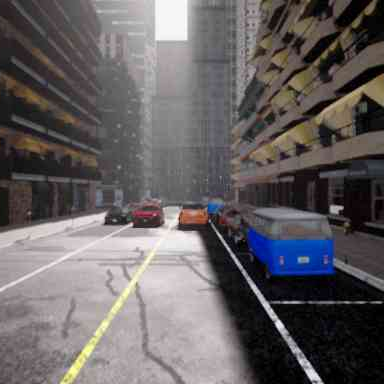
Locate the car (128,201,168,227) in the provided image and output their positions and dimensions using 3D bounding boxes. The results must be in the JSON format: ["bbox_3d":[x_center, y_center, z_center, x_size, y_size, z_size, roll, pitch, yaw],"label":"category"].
[{"bbox_3d":[-3.100,1.652,24.541,1.882,1.535,5.008,0,0,0],"label":"car"}]

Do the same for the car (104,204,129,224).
[{"bbox_3d":[-5.701,1.756,26.667,1.947,1.339,4.313,-1,0,0],"label":"car"}]

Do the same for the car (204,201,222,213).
[{"bbox_3d":[2.680,1.861,43.445,2.008,1.369,4.403,-1,0,0],"label":"car"}]

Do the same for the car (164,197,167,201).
[{"bbox_3d":[-5.701,1.958,54.676,1.947,1.339,4.313,-1,0,0],"label":"car"}]

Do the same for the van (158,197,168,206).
[{"bbox_3d":[-5.704,1.815,65.882,1.690,1.788,3.998,-1,0,0],"label":"van"}]

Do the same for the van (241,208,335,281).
[{"bbox_3d":[2.677,1.411,9.835,1.690,1.788,3.998,-1,0,0],"label":"van"}]

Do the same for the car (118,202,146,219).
[{"bbox_3d":[-5.701,1.775,32.270,1.887,1.381,4.507,-1,0,0],"label":"car"}]

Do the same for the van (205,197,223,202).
[{"bbox_3d":[2.676,1.611,37.844,1.690,1.788,3.998,-1,0,0],"label":"van"}]

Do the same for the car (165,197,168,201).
[{"bbox_3d":[-5.701,1.984,60.279,2.008,1.369,4.403,-1,0,0],"label":"car"}]

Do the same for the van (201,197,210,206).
[{"bbox_3d":[2.676,1.815,65.853,1.690,1.788,3.998,-1,0,0],"label":"van"}]

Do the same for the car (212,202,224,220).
[{"bbox_3d":[2.680,1.755,26.639,1.947,1.339,4.313,-1,0,0],"label":"car"}]

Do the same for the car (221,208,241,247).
[{"bbox_3d":[2.680,1.661,15.435,2.008,1.369,4.403,-1,0,0],"label":"car"}]

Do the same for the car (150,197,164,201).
[{"bbox_3d":[-5.702,1.792,49.076,1.967,1.590,4.097,-1,0,0],"label":"car"}]

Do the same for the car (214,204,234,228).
[{"bbox_3d":[2.679,1.694,21.037,1.887,1.381,4.507,-1,0,0],"label":"car"}]

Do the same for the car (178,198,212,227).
[{"bbox_3d":[0.093,1.523,24.152,2.097,1.767,4.553,0,0,0],"label":"car"}]

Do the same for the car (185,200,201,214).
[{"bbox_3d":[0.095,1.798,41.125,1.837,1.490,4.892,0,0,0],"label":"car"}]
